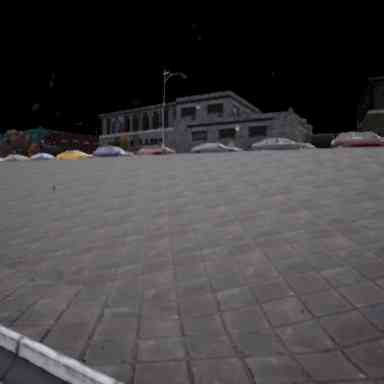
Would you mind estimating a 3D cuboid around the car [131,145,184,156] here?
[{"bbox_3d":[-2.801,-3.523,30.478,4.792,1.488,2.163,1,1,29],"label":"car"}]

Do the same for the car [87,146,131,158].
[{"bbox_3d":[-7.793,-3.782,33.279,4.553,1.767,2.185,1,1,31],"label":"car"}]

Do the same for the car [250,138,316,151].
[{"bbox_3d":[6.895,-3.352,25.413,4.892,1.521,2.231,1,1,27],"label":"car"}]

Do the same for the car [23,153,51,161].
[{"bbox_3d":[-17.259,-3.817,39.024,4.674,1.452,2.002,1,1,33],"label":"car"}]

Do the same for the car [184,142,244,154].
[{"bbox_3d":[2.063,-3.413,27.871,4.674,1.452,2.002,1,1,28],"label":"car"}]

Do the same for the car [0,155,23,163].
[{"bbox_3d":[-21.906,-3.953,42.053,4.892,1.521,2.231,1,1,34],"label":"car"}]

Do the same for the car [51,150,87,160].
[{"bbox_3d":[-12.547,-3.757,36.095,5.008,1.535,2.097,1,1,32],"label":"car"}]

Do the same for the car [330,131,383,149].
[{"bbox_3d":[11.976,-3.357,22.970,4.553,1.767,2.185,1,1,26],"label":"car"}]
